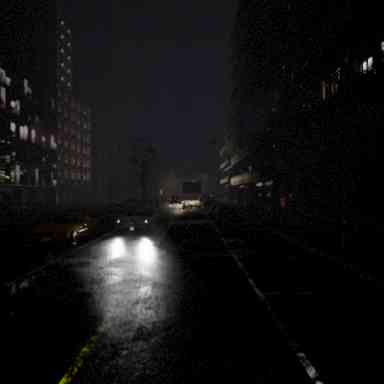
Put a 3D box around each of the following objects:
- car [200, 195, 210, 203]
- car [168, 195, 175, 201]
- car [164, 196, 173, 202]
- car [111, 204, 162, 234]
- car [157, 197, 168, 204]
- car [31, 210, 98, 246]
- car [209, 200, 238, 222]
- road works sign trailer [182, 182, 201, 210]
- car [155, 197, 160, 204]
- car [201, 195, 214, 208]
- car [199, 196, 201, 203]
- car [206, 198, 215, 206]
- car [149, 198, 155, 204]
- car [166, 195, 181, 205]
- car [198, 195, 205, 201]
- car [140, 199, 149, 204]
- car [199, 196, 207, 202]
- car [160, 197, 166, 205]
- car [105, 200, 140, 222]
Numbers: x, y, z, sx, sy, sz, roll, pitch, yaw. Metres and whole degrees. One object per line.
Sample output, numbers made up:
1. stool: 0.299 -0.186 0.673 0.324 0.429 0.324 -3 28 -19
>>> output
1. car: 2.659 1.518 70.871 1.967 1.590 4.097 0 0 0
2. car: -5.730 1.665 92.998 1.887 1.381 4.507 0 0 0
3. car: -5.725 1.623 81.763 1.752 1.417 4.829 0 0 0
4. car: -3.110 1.613 19.486 1.895 1.301 4.718 0 0 0
5. car: -5.719 1.650 65.335 1.802 1.307 4.206 0 0 0
6. car: -5.697 1.535 15.371 1.752 1.417 4.829 0 0 0
7. car: 2.678 1.570 26.610 2.008 1.369 4.403 0 0 0
8. road works sign trailer: -0.019 0.499 42.409 2.380 3.560 2.880 0 0 0
9. car: -5.709 1.580 43.204 1.887 1.381 4.507 0 0 0
10. car: 2.669 1.483 48.740 1.967 1.590 4.097 0 0 0
11. car: 2.664 1.641 59.806 1.802 1.307 4.206 0 0 0
12. car: 2.676 1.575 32.143 2.008 1.369 4.403 0 0 0
13. car: -5.707 1.580 37.671 2.008 1.369 4.403 0 0 0
14. car: -3.070 1.412 60.149 2.097 1.767 4.553 0 0 1
15. car: 2.650 1.671 93.002 2.008 1.369 4.403 0 0 0
16. car: -5.705 1.464 32.140 1.967 1.590 4.097 0 0 0
17. car: 2.655 1.649 81.936 2.008 1.369 4.403 0 0 0
18. car: -5.714 1.575 54.099 1.752 1.417 4.829 0 0 0
19. car: -5.702 1.569 26.607 2.008 1.369 4.403 0 0 0
